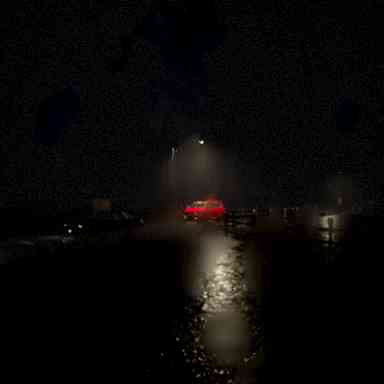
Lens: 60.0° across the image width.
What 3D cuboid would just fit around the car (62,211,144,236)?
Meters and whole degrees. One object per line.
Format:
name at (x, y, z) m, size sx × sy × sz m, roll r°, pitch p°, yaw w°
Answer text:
car at (-5.486, 1.926, 21.330) m, size 2.033 × 1.411 × 5.357 m, roll -1°, pitch -2°, yaw 35°

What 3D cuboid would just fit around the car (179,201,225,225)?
car at (1.014, 1.865, 30.498) m, size 2.150 × 2.045 × 5.566 m, roll -1°, pitch -2°, yaw 35°

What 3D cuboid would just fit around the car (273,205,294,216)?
car at (13.065, 2.663, 47.363) m, size 1.837 × 1.490 × 4.892 m, roll -1°, pitch -3°, yaw 36°
